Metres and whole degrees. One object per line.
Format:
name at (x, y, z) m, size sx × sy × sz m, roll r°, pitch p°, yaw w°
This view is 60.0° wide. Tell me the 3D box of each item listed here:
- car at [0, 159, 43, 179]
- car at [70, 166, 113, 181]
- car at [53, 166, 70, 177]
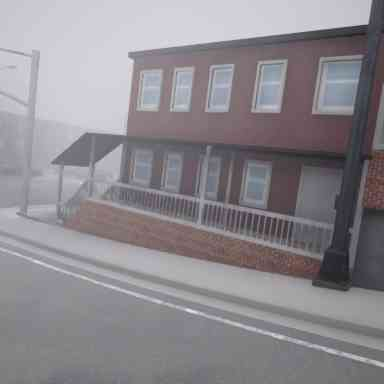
car at (-17.421, -2.136, 32.487) m, size 2.033 × 1.411 × 5.357 m, roll 11°, pitch 6°, yaw 37°
car at (-11.781, -2.172, 40.294) m, size 1.837 × 1.490 × 4.892 m, roll 11°, pitch 6°, yaw 35°
car at (-14.700, -2.662, 42.180) m, size 2.033 × 1.411 × 5.357 m, roll 11°, pitch 6°, yaw 35°
